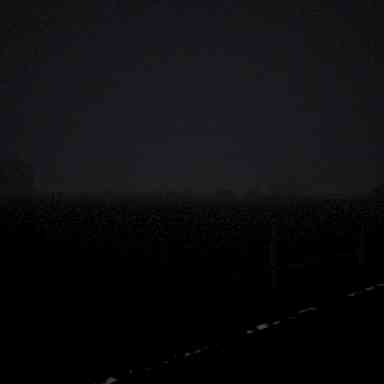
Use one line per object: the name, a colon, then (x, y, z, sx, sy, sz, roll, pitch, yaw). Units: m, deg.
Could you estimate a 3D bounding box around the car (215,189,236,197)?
car: (6.877, 0.098, 68.116, 1.882, 1.535, 5.008, -2, 2, -35)
